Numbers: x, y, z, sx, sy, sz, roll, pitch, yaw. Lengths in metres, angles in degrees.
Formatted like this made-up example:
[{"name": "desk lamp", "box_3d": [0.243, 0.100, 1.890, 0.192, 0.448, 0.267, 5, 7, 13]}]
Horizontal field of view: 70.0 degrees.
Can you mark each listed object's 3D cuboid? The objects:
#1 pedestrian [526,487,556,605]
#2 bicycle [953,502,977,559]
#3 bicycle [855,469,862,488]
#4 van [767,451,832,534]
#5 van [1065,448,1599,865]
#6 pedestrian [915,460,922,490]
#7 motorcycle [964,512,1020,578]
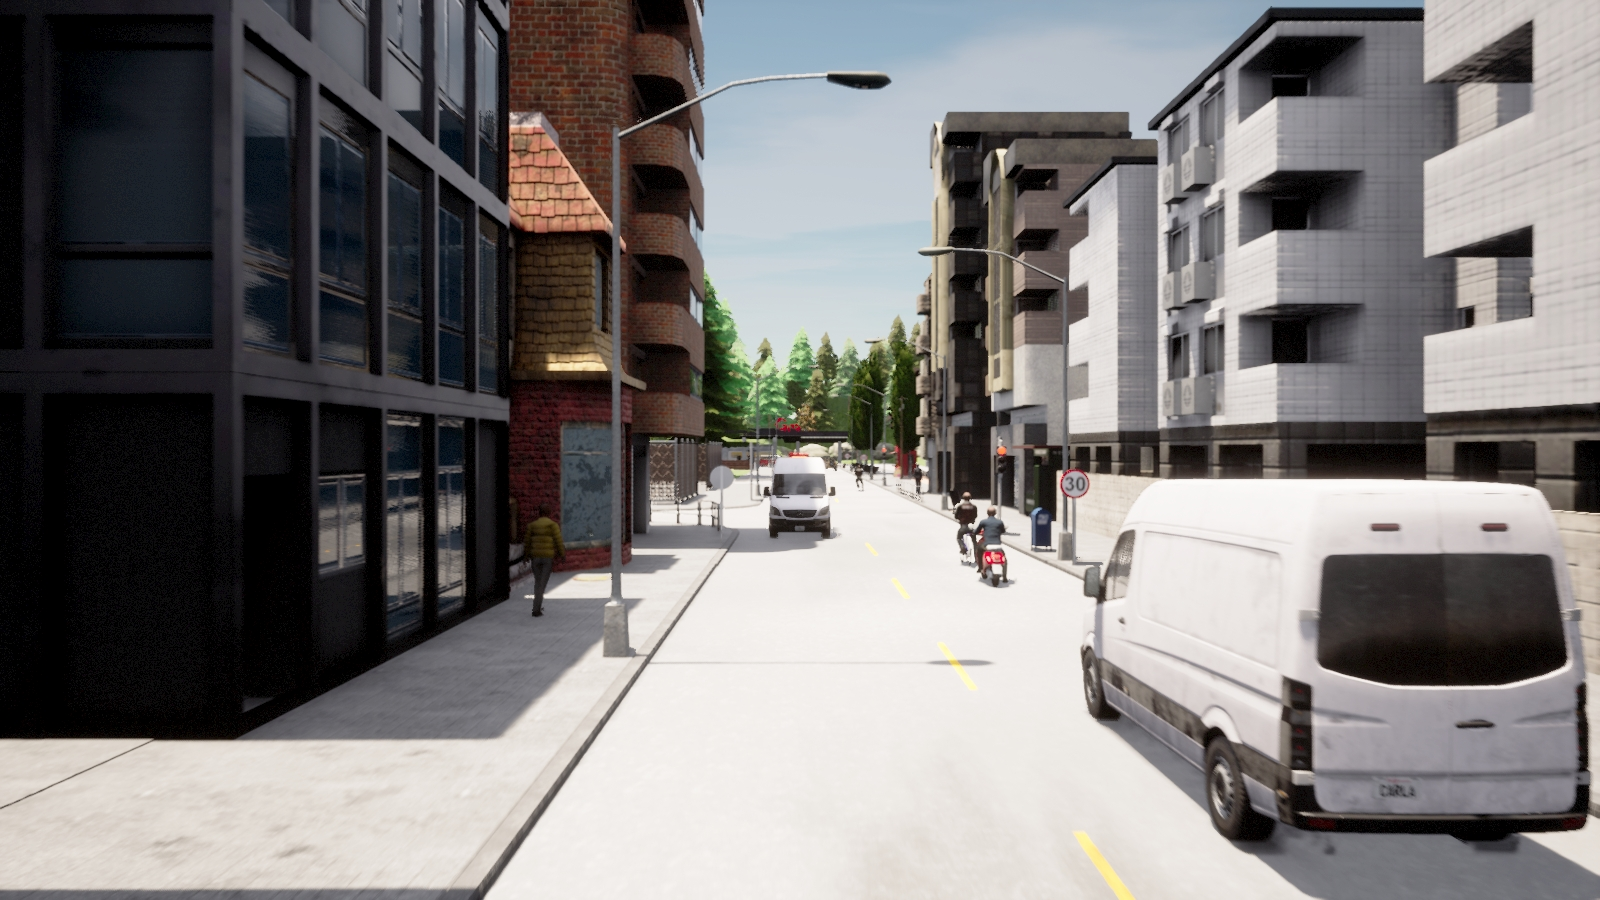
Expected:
[{"name": "pedestrian", "box_3d": [-4.156, 1.523, 18.340, 0.375, 1.860, 0.375, 0, 0, 7]}, {"name": "bicycle", "box_3d": [4.017, 1.940, 27.865, 0.329, 1.271, 1.835, 0, 0, 0]}, {"name": "bicycle", "box_3d": [3.965, 1.940, 77.580, 0.329, 1.271, 1.835, 0, 0, 0]}, {"name": "van", "box_3d": [-0.017, 1.314, 38.120, 1.988, 2.561, 5.915, 0, 0, 0]}, {"name": "van", "box_3d": [4.011, 1.310, 9.997, 1.988, 2.561, 5.915, 0, -1, 0]}, {"name": "pedestrian", "box_3d": [7.249, 1.523, 69.878, 0.375, 1.860, 0.375, 0, 0, 2]}, {"name": "motorcycle", "box_3d": [4.010, 1.962, 23.991, 0.856, 1.236, 1.805, 0, 0, 0]}]
